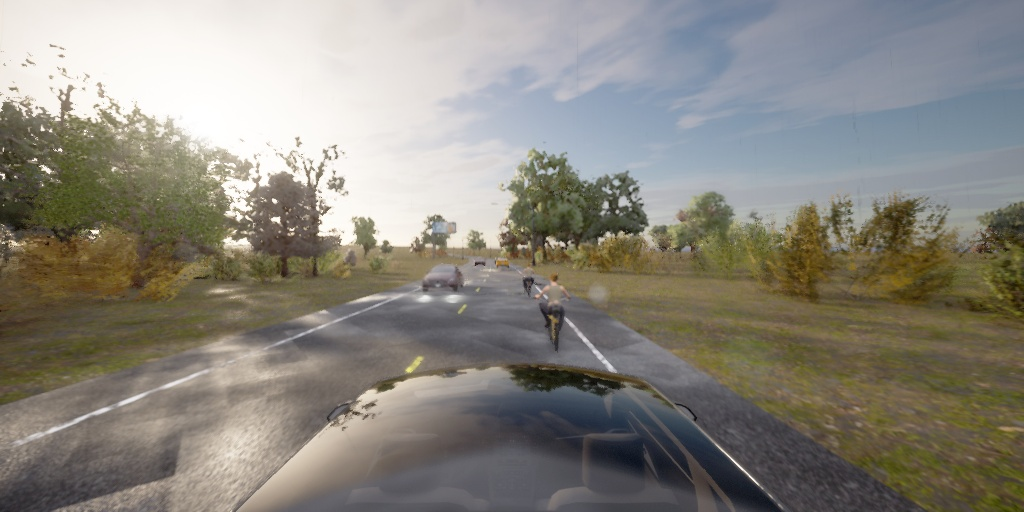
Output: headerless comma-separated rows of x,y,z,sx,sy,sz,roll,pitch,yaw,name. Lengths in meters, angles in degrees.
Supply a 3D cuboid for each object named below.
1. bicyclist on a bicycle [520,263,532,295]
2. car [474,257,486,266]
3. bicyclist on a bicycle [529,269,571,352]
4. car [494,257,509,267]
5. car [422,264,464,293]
0.808,1.128,17.347,0.866,1.612,1.509,0,0,-1,bicyclist on a bicycle
-5.469,0.972,61.837,1.882,1.535,5.008,0,0,-3,car
0.905,1.164,7.852,0.866,1.612,1.509,0,0,0,bicyclist on a bicycle
-1.519,0.994,56.735,1.882,1.535,5.008,0,0,-3,car
-3.805,1.207,20.453,1.812,1.442,4.674,0,0,-1,car
